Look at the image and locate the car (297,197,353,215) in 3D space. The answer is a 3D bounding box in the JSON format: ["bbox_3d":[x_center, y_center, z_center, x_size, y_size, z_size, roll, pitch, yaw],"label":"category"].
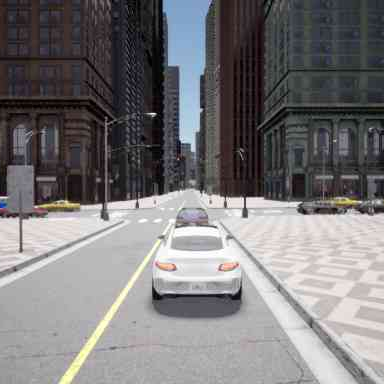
[{"bbox_3d":[11.682,1.419,30.057,4.313,1.339,1.947,-1,1,0],"label":"car"}]

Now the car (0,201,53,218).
[{"bbox_3d":[-15.286,1.728,30.110,4.206,1.307,1.802,-1,1,0],"label":"car"}]

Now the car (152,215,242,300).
[{"bbox_3d":[0.099,1.521,8.247,1.812,1.442,4.674,0,0,0],"label":"car"}]

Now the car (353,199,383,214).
[{"bbox_3d":[17.061,1.342,30.046,4.403,1.369,2.008,-1,1,0],"label":"car"}]

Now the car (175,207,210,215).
[{"bbox_3d":[0.028,1.533,17.837,2.033,1.411,5.357,0,0,1],"label":"car"}]

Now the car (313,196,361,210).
[{"bbox_3d":[16.731,1.233,38.571,4.829,1.417,1.752,-1,1,0],"label":"car"}]

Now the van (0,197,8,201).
[{"bbox_3d":[-20.962,1.457,38.640,3.998,1.788,1.690,-1,1,0],"label":"van"}]

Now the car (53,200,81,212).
[{"bbox_3d":[-15.450,1.585,38.634,4.829,1.417,1.752,-1,1,0],"label":"car"}]
